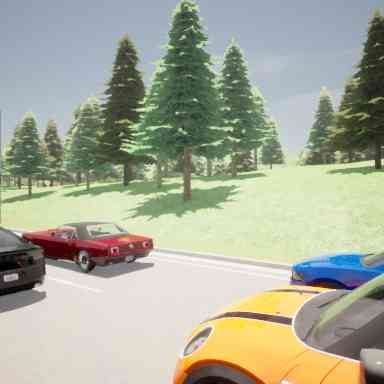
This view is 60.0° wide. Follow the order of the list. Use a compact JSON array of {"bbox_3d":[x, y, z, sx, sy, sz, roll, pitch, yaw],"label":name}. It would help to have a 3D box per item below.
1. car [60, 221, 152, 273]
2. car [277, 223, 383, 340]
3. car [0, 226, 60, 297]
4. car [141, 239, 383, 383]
[{"bbox_3d":[-3.566,1.601,10.744,4.718,1.301,1.895,0,0,36],"label":"car"},{"bbox_3d":[4.120,1.478,5.346,5.008,1.535,1.882,0,0,36],"label":"car"},{"bbox_3d":[-5.448,1.478,7.786,5.008,1.535,1.882,0,0,36],"label":"car"},{"bbox_3d":[2.024,1.352,2.544,4.553,1.767,2.097,0,0,36],"label":"car"}]
